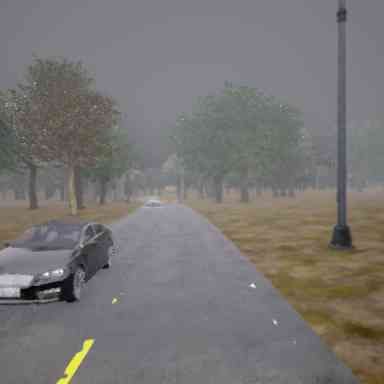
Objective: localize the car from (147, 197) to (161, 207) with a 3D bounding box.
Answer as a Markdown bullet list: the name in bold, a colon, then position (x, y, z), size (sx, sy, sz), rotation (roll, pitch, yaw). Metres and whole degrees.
- **car**: position (-5.795, 1.504, 50.791), size (1.812, 1.442, 4.674), rotation (0, 0, -6)

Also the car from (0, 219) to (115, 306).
- **car**: position (-3.214, 1.472, 8.228), size (2.128, 1.511, 4.902), rotation (0, 0, -1)

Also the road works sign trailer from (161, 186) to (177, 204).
- **road works sign trailer**: position (-4.023, 0.499, 62.535), size (2.380, 3.560, 2.880), rotation (0, 0, -8)
